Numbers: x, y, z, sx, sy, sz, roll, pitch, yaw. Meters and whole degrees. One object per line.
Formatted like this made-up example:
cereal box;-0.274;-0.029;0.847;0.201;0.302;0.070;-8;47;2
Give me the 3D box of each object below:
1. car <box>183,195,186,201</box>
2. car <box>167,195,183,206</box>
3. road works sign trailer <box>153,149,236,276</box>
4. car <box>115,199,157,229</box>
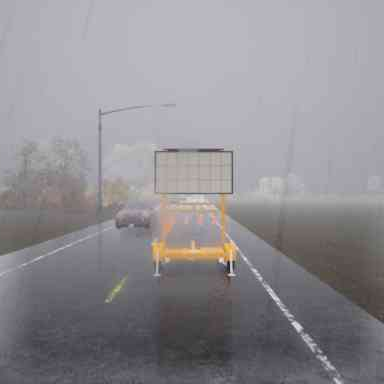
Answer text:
car;-2.574;1.539;84.385;1.882;1.535;5.008;0;0;1
car;-3.045;1.538;55.656;1.837;1.490;4.892;0;0;1
road works sign trailer;0.054;0.468;10.321;2.380;3.560;2.880;0;0;-1
car;-3.496;1.362;21.518;2.097;1.767;4.553;0;0;0
